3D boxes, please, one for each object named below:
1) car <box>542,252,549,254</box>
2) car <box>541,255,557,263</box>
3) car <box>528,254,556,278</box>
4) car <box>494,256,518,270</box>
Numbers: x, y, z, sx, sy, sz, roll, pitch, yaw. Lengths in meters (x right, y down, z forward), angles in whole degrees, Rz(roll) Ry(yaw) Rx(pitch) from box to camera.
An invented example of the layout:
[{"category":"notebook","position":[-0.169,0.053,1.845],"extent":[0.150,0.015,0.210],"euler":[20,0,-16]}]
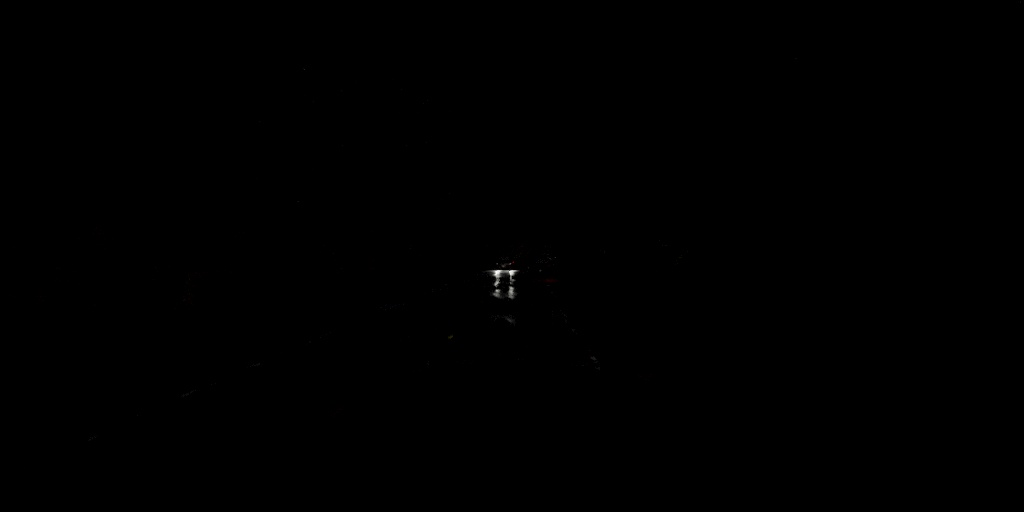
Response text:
[{"category":"car","position":[3.776,0.613,48.457],"extent":[2.128,1.511,4.902],"euler":[0,1,11]},{"category":"car","position":[6.628,0.476,63.511],"extent":[2.033,1.411,5.357],"euler":[0,1,13]},{"category":"car","position":[2.295,0.871,28.644],"extent":[1.882,1.535,5.008],"euler":[0,1,5]},{"category":"car","position":[-0.611,0.752,39.291],"extent":[1.812,1.442,4.674],"euler":[1,1,8]}]
